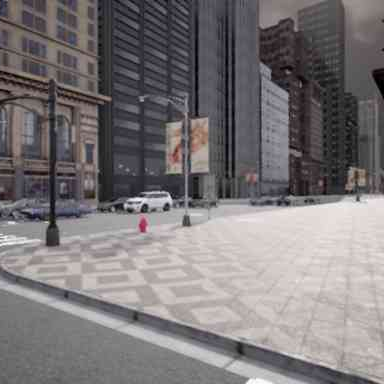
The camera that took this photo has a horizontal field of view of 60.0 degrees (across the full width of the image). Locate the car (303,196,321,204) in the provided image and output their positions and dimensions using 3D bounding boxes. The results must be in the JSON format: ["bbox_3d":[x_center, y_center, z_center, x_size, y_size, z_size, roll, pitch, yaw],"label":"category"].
[{"bbox_3d":[20.799,1.320,57.444,1.895,1.301,4.718,0,0,35],"label":"car"}]

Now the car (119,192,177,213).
[{"bbox_3d":[-4.319,1.004,33.706,2.150,2.045,5.566,0,0,35],"label":"car"}]

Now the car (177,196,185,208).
[{"bbox_3d":[-1.644,1.268,43.049,1.837,1.490,4.892,0,0,36],"label":"car"}]

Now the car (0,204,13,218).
[{"bbox_3d":[-13.181,1.303,26.942,2.128,1.511,4.902,0,0,33],"label":"car"}]

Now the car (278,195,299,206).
[{"bbox_3d":[13.852,1.238,47.680,1.837,1.490,4.892,0,0,35],"label":"car"}]

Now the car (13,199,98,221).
[{"bbox_3d":[-10.226,1.355,25.407,2.033,1.411,5.357,0,0,35],"label":"car"}]

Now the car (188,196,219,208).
[{"bbox_3d":[1.683,1.264,42.115,1.837,1.490,4.892,0,0,36],"label":"car"}]

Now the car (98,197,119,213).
[{"bbox_3d":[-7.678,1.293,34.589,1.837,1.490,4.892,0,0,35],"label":"car"}]

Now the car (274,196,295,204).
[{"bbox_3d":[15.666,1.326,56.004,1.895,1.301,4.718,0,0,35],"label":"car"}]

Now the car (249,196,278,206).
[{"bbox_3d":[10.135,1.285,48.134,2.033,1.411,5.357,0,0,36],"label":"car"}]
